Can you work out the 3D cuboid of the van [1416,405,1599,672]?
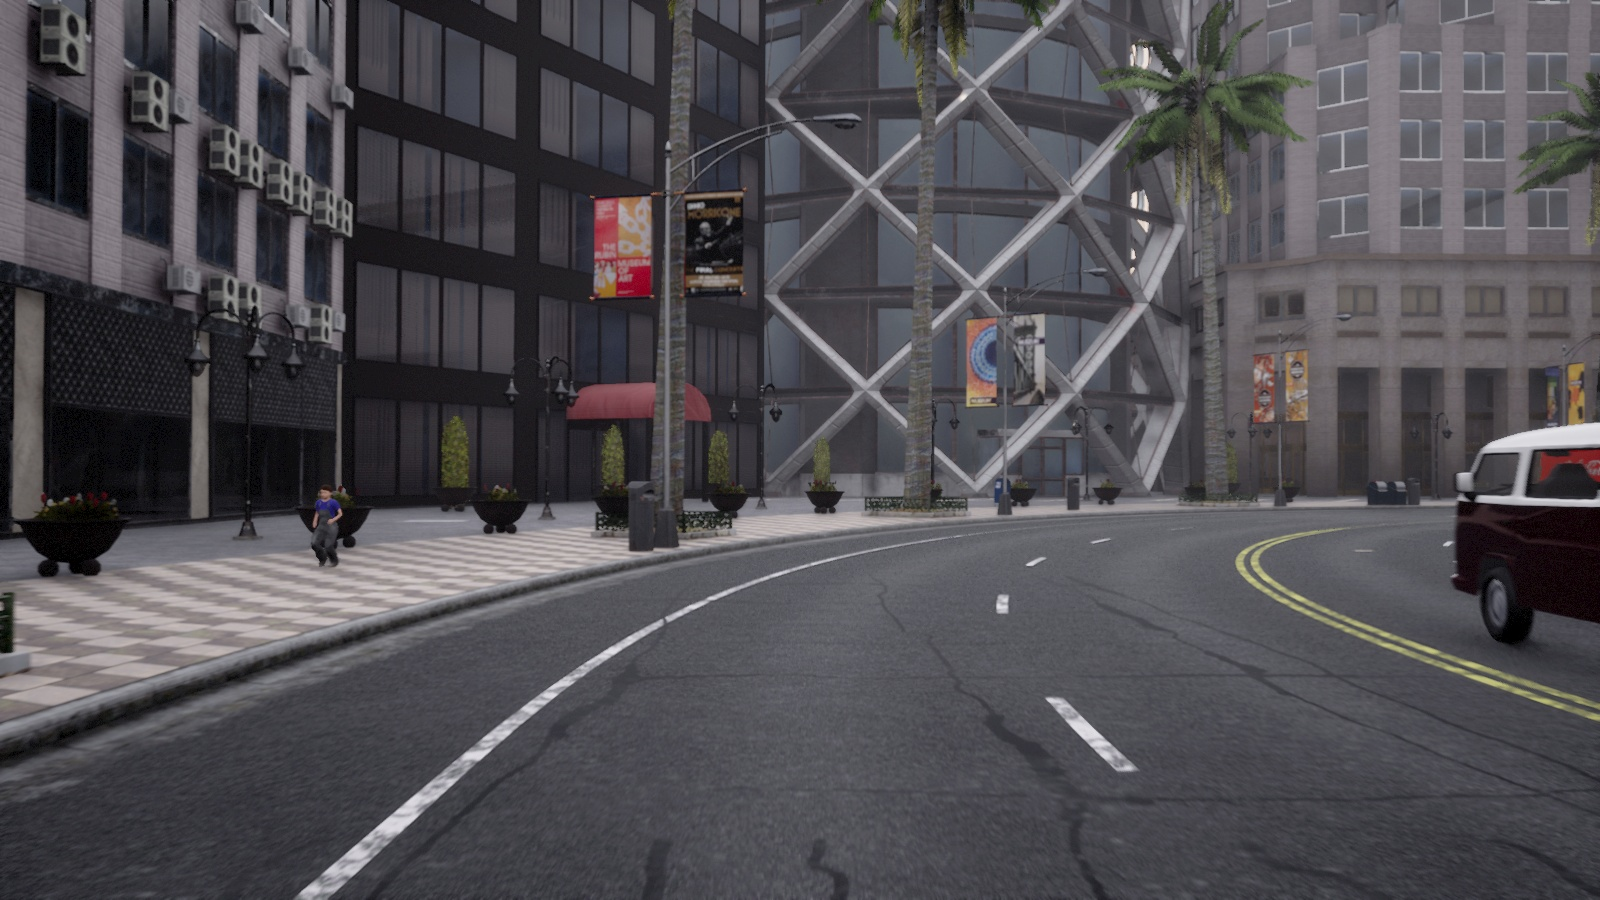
[{"bbox_3d":[7.201,0.685,10.522,2.069,2.038,4.480,0,-1,4],"label":"van"}]

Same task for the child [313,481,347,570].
[{"bbox_3d":[-6.760,1.081,18.076,0.270,1.263,0.437,0,-1,9],"label":"child"}]
